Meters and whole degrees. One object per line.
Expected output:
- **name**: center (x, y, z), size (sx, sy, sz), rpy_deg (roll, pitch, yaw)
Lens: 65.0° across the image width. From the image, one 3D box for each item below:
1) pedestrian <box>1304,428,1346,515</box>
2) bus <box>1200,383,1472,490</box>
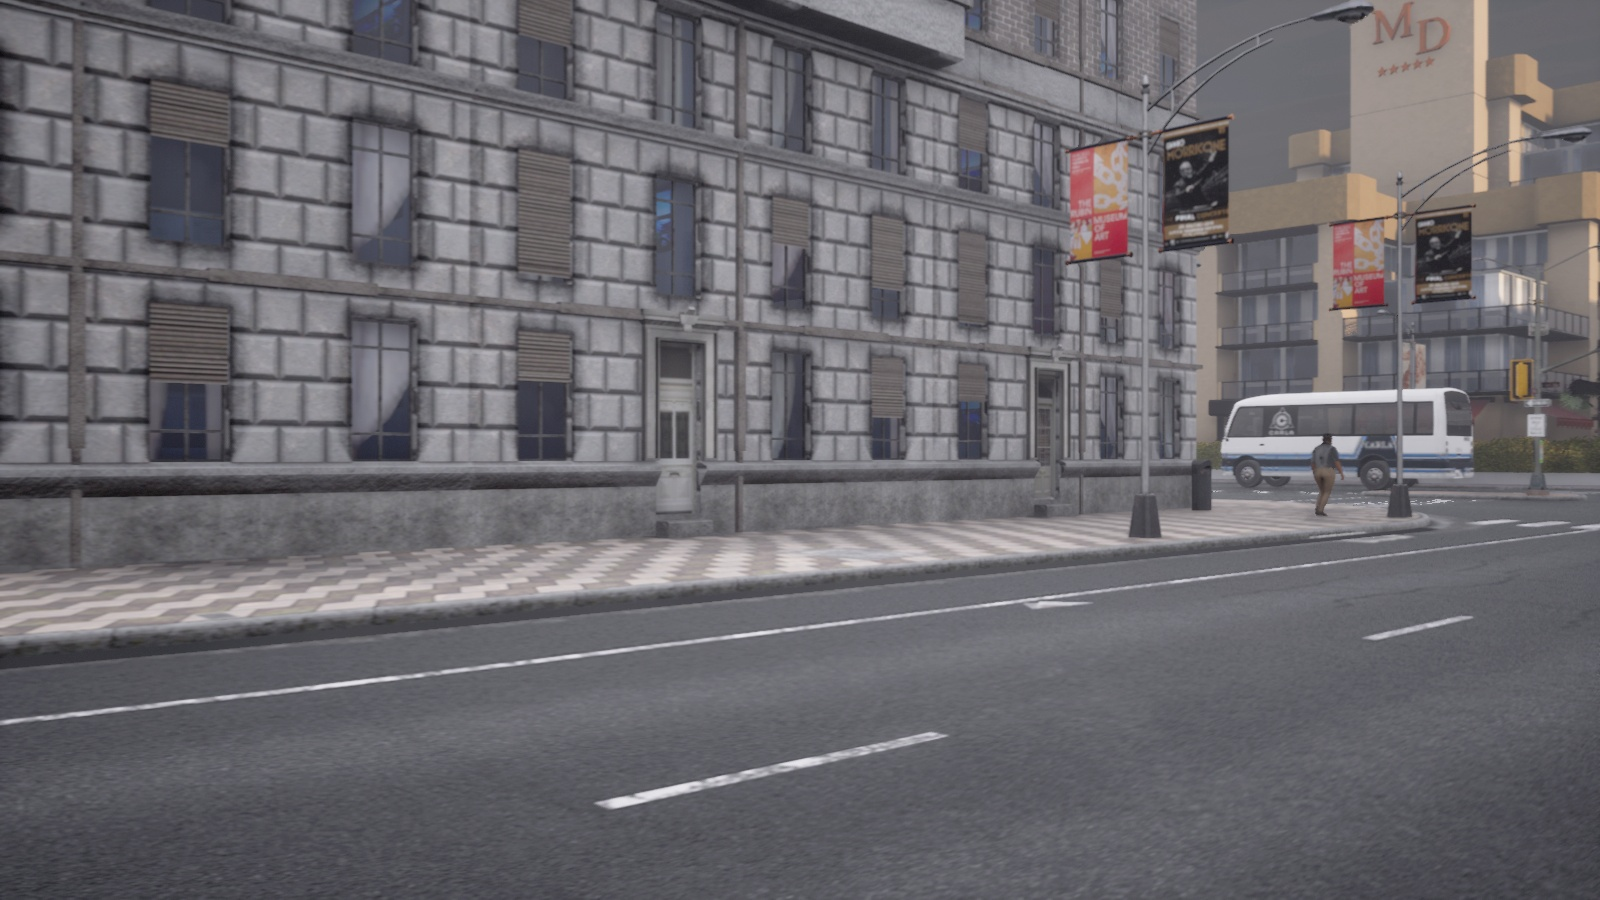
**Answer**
- **pedestrian**: center (11.265, 0.459, 26.924), size (0.694, 1.848, 0.540), rpy_deg (0, 0, -35)
- **bus**: center (23.302, -0.515, 55.217), size (3.944, 4.253, 10.273), rpy_deg (0, 0, -42)
